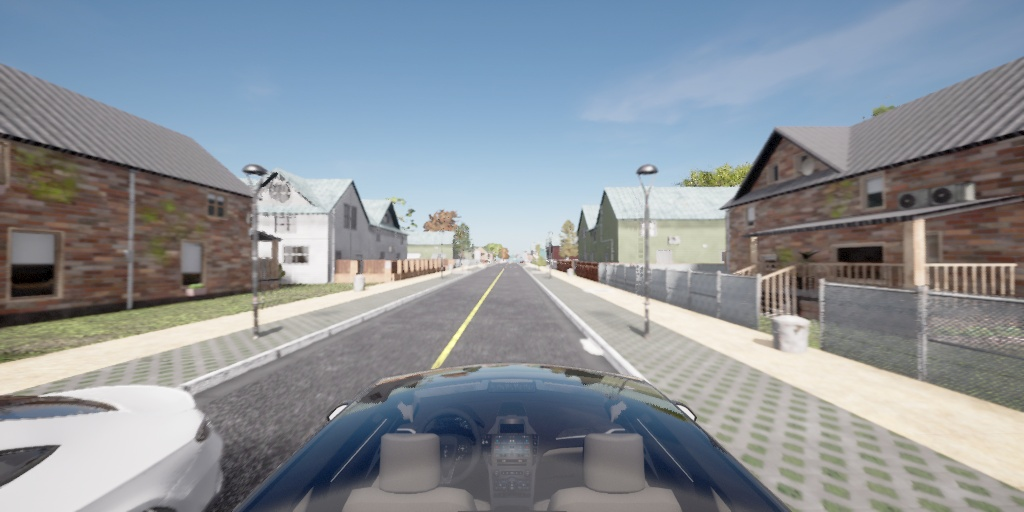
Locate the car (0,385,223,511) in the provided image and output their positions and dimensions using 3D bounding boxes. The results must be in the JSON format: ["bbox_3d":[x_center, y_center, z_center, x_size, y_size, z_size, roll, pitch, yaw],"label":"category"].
[{"bbox_3d":[-2.748,1.276,0.417,1.812,1.442,4.674,0,0,0],"label":"car"}]
